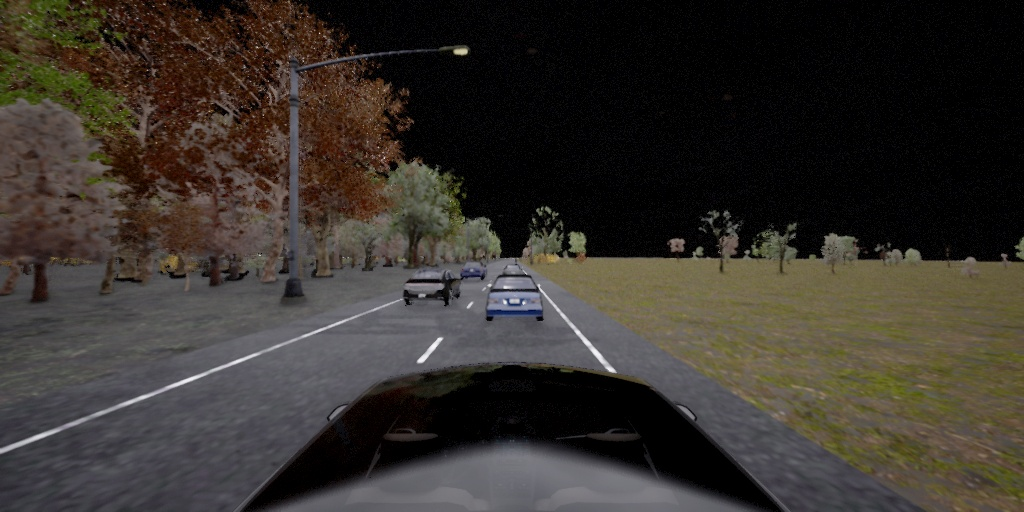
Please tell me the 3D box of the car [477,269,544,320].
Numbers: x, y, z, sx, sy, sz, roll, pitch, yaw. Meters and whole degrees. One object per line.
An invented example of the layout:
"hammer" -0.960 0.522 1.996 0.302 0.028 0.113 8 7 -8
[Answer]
"car" 0.085 1.344 12.772 2.033 1.411 5.357 0 0 0

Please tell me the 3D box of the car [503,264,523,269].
"car" 0.095 1.448 33.688 1.994 1.385 4.181 0 0 0

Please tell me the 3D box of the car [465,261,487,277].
"car" -3.407 1.232 32.773 2.097 1.767 4.553 0 0 0

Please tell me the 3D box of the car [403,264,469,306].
"car" -3.410 1.303 16.044 2.128 1.511 4.902 0 0 0
